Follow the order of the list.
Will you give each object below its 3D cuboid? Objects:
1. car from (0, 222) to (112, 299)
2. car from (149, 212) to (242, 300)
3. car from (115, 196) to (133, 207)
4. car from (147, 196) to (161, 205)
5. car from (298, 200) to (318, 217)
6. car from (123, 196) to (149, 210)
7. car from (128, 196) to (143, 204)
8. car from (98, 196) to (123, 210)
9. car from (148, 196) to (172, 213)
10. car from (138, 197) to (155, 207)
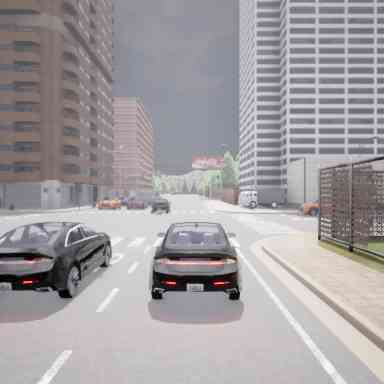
[{"bbox_3d":[-3.397,1.491,8.421,2.128,1.511,4.902,0,0,0],"label":"car"},{"bbox_3d":[0.107,1.492,8.364,2.128,1.511,4.902,0,0,1],"label":"car"},{"bbox_3d":[-10.566,1.477,52.127,1.882,1.535,5.008,0,0,0],"label":"car"},{"bbox_3d":[-7.040,1.478,62.073,1.882,1.535,5.008,0,0,0],"label":"car"},{"bbox_3d":[12.106,1.296,30.295,4.553,1.767,2.097,0,0,0],"label":"car"},{"bbox_3d":[-7.047,1.352,42.893,2.097,1.767,4.553,0,0,0],"label":"car"},{"bbox_3d":[-10.533,1.478,62.678,1.882,1.535,5.008,0,0,1],"label":"car"},{"bbox_3d":[-10.571,1.352,42.903,2.097,1.767,4.553,0,0,0],"label":"car"},{"bbox_3d":[-3.386,1.505,37.235,1.837,1.490,4.892,0,0,0],"label":"car"},{"bbox_3d":[-7.068,1.505,52.026,1.837,1.490,4.892,0,0,0],"label":"car"}]
